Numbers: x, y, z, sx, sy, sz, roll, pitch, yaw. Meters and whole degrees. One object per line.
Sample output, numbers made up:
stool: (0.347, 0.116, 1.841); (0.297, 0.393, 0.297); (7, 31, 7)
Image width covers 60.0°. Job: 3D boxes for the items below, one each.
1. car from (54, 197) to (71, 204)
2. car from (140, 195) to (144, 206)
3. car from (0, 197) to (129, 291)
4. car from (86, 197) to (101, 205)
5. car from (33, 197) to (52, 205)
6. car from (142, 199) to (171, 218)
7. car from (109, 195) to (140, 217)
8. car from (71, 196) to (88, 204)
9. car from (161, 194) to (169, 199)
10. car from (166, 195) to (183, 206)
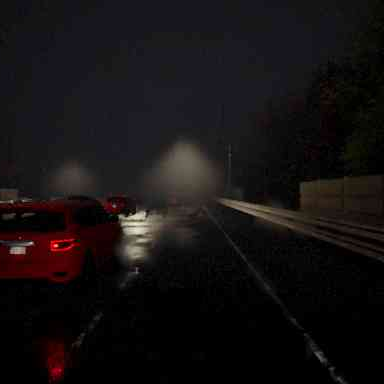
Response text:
car: (-27.680, 1.873, 71.363); (1.994, 1.385, 4.181); (0, 0, 0)
car: (-10.223, 1.501, 61.225); (2.150, 2.045, 5.566); (0, 0, 0)
car: (-3.454, 1.269, 9.305); (2.150, 2.045, 5.566); (0, 0, 0)
car: (-20.686, 1.809, 69.941); (1.837, 1.490, 4.892); (0, 0, 0)
car: (-31.188, 1.842, 69.571); (1.837, 1.490, 4.892); (0, 0, 0)
car: (-3.353, 1.667, 32.206); (1.812, 1.442, 4.674); (0, 0, 0)
car: (-6.852, 1.372, 32.113); (2.150, 2.045, 5.566); (0, 0, 0)
car: (-24.180, 1.666, 71.378); (2.097, 1.767, 4.553); (0, 0, 0)
car: (-6.619, 1.596, 85.339); (2.150, 2.045, 5.566); (0, 0, 0)
car: (-3.225, 1.826, 61.359); (1.994, 1.385, 4.181); (0, 0, 0)
